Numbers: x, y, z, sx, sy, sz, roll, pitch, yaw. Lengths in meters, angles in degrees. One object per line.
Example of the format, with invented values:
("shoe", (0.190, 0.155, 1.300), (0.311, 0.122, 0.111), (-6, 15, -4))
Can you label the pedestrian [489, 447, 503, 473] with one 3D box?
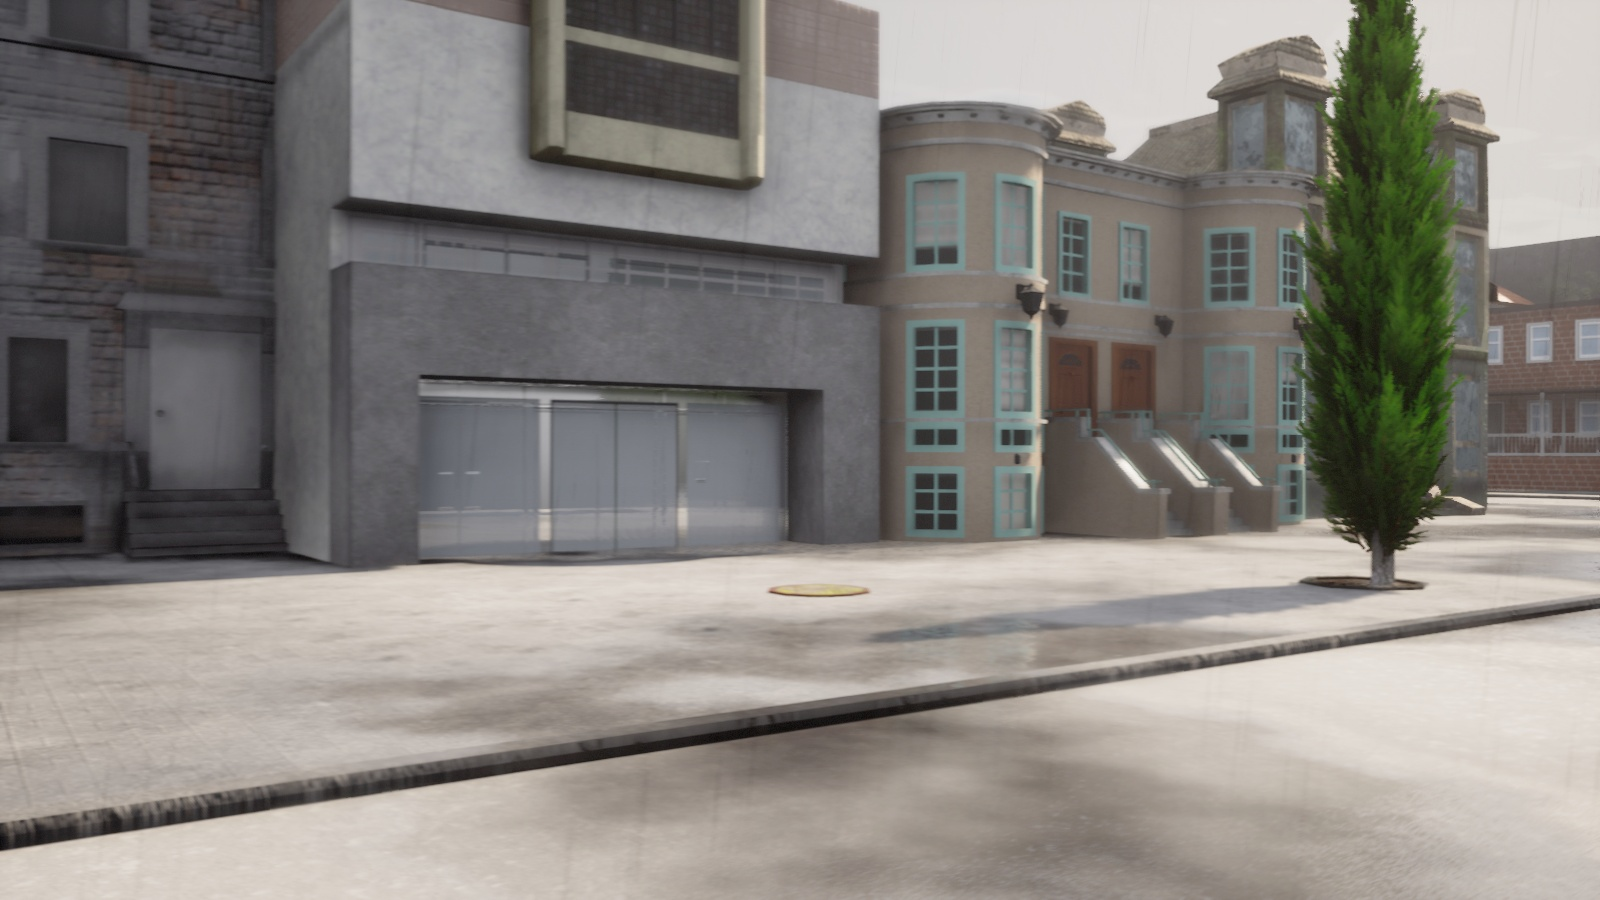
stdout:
("pedestrian", (-21.360, 0.716, 88.248), (0.634, 1.844, 0.899), (0, 0, -36))
